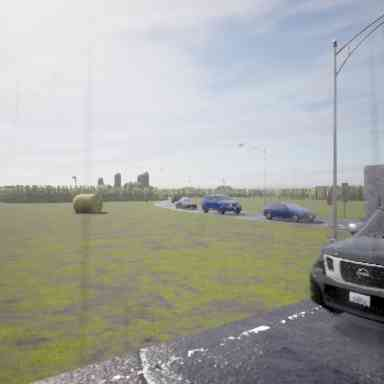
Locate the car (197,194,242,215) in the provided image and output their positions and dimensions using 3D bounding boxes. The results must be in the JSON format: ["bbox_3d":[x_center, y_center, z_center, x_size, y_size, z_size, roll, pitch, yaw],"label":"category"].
[{"bbox_3d":[3.029,1.278,35.434,2.150,2.045,5.566,-1,0,-27],"label":"car"}]

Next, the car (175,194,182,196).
[{"bbox_3d":[-1.284,1.585,56.793,1.812,1.442,4.674,-1,0,-12],"label":"car"}]

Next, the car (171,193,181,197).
[{"bbox_3d":[-3.062,1.296,66.965,2.150,2.045,5.566,0,0,-6],"label":"car"}]

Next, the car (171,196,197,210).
[{"bbox_3d":[-0.879,1.621,45.182,2.033,1.411,5.357,-1,0,-19],"label":"car"}]

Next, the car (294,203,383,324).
[{"bbox_3d":[4.684,1.220,6.552,5.566,2.045,2.150,0,0,-37],"label":"car"}]

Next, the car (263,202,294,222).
[{"bbox_3d":[7.663,1.559,26.603,1.812,1.442,4.674,-1,0,-30],"label":"car"}]
